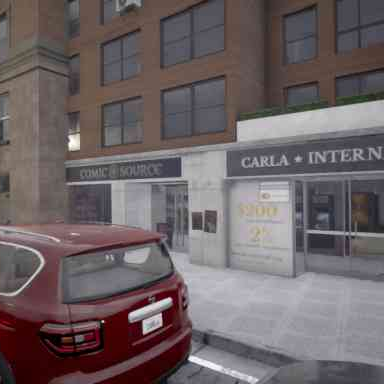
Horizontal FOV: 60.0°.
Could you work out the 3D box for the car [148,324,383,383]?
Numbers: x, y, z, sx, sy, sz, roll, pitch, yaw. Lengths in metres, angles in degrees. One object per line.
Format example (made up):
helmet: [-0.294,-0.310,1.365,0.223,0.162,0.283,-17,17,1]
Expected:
car: [2.148,1.550,1.325,4.403,1.369,2.008,0,-1,35]

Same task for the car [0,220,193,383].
car: [-2.314,1.318,4.509,5.009,1.841,2.192,0,-1,35]
